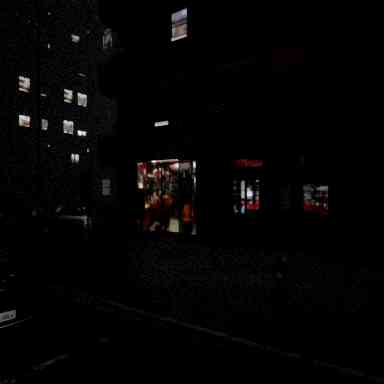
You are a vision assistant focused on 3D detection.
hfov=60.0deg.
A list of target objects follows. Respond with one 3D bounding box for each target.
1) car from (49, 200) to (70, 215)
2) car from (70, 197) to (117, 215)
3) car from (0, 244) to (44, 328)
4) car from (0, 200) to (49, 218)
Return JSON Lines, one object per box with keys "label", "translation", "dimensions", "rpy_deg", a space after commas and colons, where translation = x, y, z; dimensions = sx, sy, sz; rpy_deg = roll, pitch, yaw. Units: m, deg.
{"label": "car", "translation": [-10.909, 1.250, 30.477], "dimensions": [1.752, 1.417, 4.829], "rpy_deg": [1, 1, 35]}
{"label": "car", "translation": [-8.118, 1.214, 29.965], "dimensions": [1.837, 1.490, 4.892], "rpy_deg": [0, 0, 35]}
{"label": "car", "translation": [-4.438, 1.551, 6.040], "dimensions": [4.403, 1.369, 2.008], "rpy_deg": [0, 0, 36]}
{"label": "car", "translation": [-13.999, 1.350, 26.052], "dimensions": [2.008, 1.369, 4.403], "rpy_deg": [1, 1, 35]}
